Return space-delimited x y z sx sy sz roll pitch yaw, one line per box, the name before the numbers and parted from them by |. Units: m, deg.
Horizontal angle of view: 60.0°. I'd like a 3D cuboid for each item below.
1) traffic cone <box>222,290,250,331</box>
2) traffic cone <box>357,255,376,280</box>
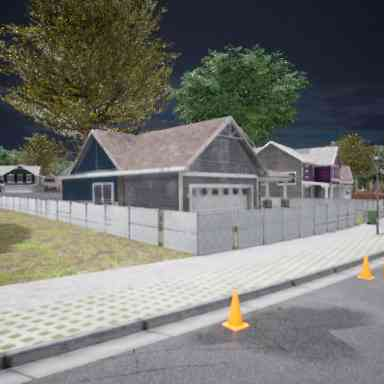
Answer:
traffic cone | 0.731 1.950 5.588 0.340 0.580 0.340 0 0 -38
traffic cone | 4.531 1.936 8.655 0.340 0.580 0.340 0 0 -40
